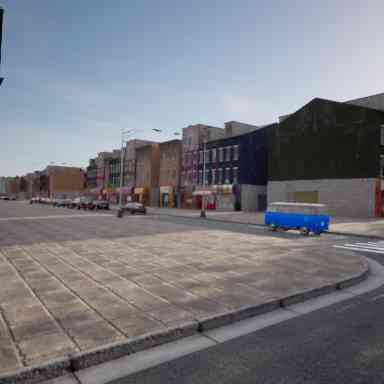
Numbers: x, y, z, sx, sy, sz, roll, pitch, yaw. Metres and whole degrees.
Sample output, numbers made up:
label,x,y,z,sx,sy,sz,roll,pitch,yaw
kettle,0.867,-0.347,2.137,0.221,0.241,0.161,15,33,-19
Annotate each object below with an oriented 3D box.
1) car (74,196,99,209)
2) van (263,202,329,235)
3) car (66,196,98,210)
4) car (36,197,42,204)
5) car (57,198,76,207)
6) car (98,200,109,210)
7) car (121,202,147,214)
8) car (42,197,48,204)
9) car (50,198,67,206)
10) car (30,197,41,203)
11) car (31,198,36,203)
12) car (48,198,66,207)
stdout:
label,x,y,z,sx,sy,sz,roll,pitch,yaw
car,-16.220,1.577,51.036,2.192,1.841,5.009,3,-2,-36
van,6.181,1.556,20.008,1.690,1.788,3.998,3,-2,-36
car,-14.862,1.489,44.745,2.097,1.767,4.553,3,-2,-35
car,-32.232,1.952,73.190,1.802,1.307,4.206,3,-2,-36
car,-22.629,1.843,59.895,1.887,1.381,4.507,3,-2,-36
car,-13.028,1.814,46.598,1.947,1.339,4.313,3,-2,-36
car,-6.628,1.809,37.733,1.802,1.307,4.206,3,-2,-36
car,-29.129,1.871,68.897,1.752,1.417,4.829,3,-2,-36
car,-25.830,1.887,64.326,1.947,1.339,4.313,3,-2,-36
car,-38.633,2.010,82.053,1.802,1.307,4.206,3,-2,-36
car,-35.429,1.838,77.625,1.967,1.590,4.097,3,-2,-36
car,-20.692,1.710,52.715,2.033,1.411,5.357,3,-2,-36
